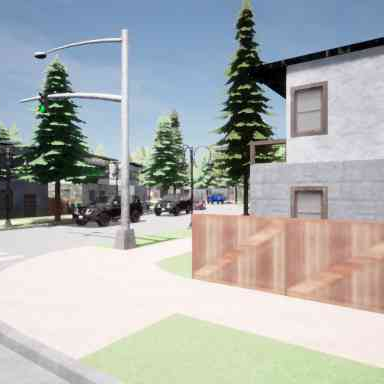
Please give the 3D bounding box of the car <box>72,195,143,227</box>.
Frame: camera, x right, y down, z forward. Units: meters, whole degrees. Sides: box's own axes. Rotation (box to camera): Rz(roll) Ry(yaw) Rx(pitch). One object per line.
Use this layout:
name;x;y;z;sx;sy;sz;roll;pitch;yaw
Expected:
car;-5.640;1.202;23.094;2.150;2.045;5.566;0;0;27

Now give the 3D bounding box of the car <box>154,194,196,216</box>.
car;-1.747;1.202;32.471;2.150;2.045;5.566;0;0;18

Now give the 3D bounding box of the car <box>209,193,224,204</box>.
car;4.266;1.202;60.854;2.150;2.045;5.566;0;0;-9

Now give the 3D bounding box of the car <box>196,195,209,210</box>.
car;0.510;1.333;42.070;2.097;1.767;4.553;0;0;9
